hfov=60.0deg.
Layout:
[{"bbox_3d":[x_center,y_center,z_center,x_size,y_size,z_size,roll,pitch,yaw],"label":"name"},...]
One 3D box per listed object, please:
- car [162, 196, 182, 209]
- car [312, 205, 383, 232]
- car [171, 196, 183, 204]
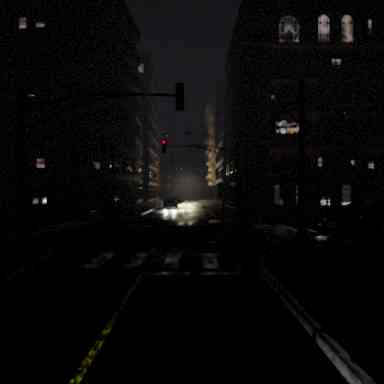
[{"bbox_3d":[-2.835,1.416,44.588,2.128,1.511,4.902,0,0,0],"label":"car"},{"bbox_3d":[9.985,1.553,20.460,5.008,1.535,1.882,0,1,3],"label":"car"},{"bbox_3d":[-2.789,1.479,61.290,1.994,1.385,4.181,0,0,1],"label":"car"}]
